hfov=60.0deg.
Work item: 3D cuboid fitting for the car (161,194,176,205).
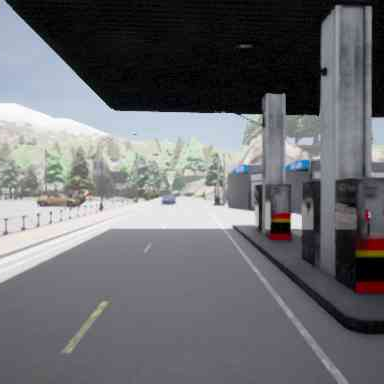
[{"bbox_3d":[-3.493,1.113,49.809,1.882,1.535,5.008,0,0,1],"label":"car"}]

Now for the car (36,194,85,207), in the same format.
[{"bbox_3d":[-16.301,1.022,40.764,5.027,1.636,2.152,0,0,0],"label":"car"}]
